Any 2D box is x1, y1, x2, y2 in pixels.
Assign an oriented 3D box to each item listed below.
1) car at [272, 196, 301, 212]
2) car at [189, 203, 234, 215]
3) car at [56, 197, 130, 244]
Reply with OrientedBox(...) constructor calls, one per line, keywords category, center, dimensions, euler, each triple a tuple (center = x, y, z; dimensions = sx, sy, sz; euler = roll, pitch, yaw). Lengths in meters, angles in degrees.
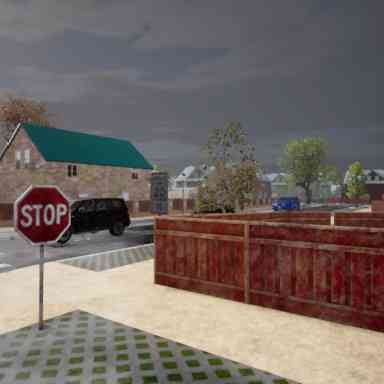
OrientedBox(category="car", center=(12.196, 1.543, 42.636), dimensions=(2.150, 2.045, 5.566), euler=(1, 0, 35))
OrientedBox(category="car", center=(1.712, 1.651, 27.547), dimensions=(1.882, 1.535, 5.008), euler=(1, 0, 35))
OrientedBox(category="car", center=(-5.615, 1.292, 16.922), dimensions=(2.150, 2.045, 5.566), euler=(1, 0, 35))
